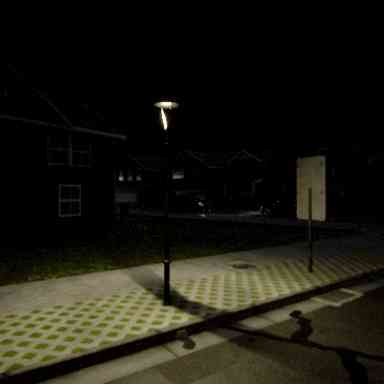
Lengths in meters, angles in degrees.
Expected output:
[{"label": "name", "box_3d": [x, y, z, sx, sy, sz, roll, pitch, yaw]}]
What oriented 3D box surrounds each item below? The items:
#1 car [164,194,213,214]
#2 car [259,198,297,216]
[{"label": "car", "box_3d": [-0.301, 1.035, 30.155, 4.553, 1.767, 2.097, 1, 1, 34]}, {"label": "car", "box_3d": [8.091, 1.275, 27.919, 4.892, 1.490, 1.837, 1, 0, 35]}]
